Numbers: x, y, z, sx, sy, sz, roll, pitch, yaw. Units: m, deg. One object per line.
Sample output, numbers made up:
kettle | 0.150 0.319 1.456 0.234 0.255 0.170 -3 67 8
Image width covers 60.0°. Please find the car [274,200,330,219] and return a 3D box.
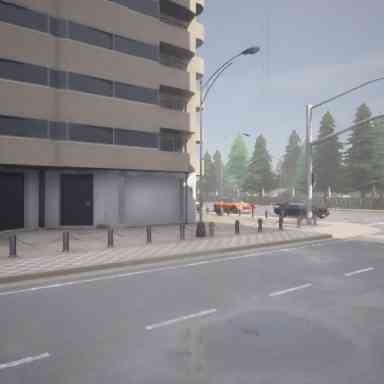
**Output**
car | 9.650 1.656 29.438 1.895 1.301 4.718 0 0 -36

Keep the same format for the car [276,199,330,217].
car | 11.075 1.533 33.444 1.882 1.535 5.008 0 0 -36

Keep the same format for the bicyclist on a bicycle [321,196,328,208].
bicyclist on a bicycle | 17.369 1.356 43.492 1.656 1.620 0.582 0 0 -36

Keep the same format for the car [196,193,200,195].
car | -0.060 1.277 61.097 2.150 2.045 5.566 0 0 -35

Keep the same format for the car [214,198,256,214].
car | 4.434 1.407 36.670 2.097 1.767 4.553 0 0 -36

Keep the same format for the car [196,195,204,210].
car | -0.920 1.533 44.103 1.882 1.535 5.008 0 0 -36

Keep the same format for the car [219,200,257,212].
car | 5.609 1.656 41.020 1.895 1.301 4.718 0 0 -36

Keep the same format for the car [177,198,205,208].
car | -0.193 1.619 49.083 1.994 1.385 4.181 0 0 -36
